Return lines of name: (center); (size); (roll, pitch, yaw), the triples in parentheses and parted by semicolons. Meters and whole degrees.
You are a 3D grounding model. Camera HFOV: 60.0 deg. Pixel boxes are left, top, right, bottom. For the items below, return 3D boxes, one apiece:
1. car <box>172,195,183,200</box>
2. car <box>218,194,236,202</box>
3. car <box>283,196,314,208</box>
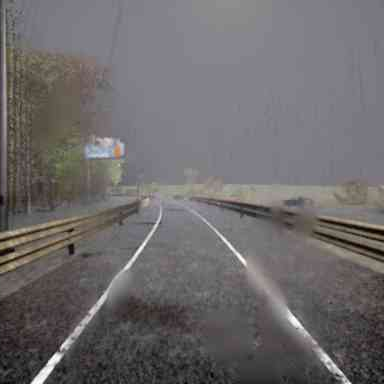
car: (-4.042, 1.452, 91.653); (1.882, 1.535, 5.008); (0, 0, -21)
car: (6.574, 1.241, 63.486); (2.097, 1.767, 4.553); (0, 0, -21)
car: (13.958, 1.317, 43.905); (2.128, 1.511, 4.902); (0, 0, -21)
